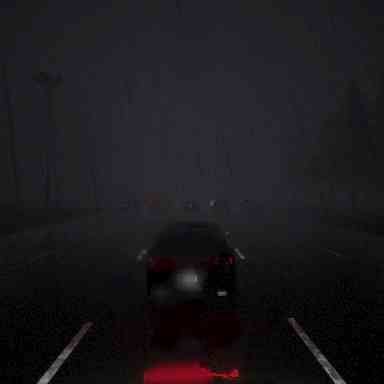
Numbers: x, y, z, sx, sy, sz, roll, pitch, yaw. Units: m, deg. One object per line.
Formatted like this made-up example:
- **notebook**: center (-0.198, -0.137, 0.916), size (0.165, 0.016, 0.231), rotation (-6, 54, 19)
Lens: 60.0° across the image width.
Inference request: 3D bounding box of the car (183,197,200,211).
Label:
- **car**: center (-0.073, 1.564, 39.453), size (1.994, 1.385, 4.181), rotation (0, 0, 0)

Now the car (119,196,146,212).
- **car**: center (-7.077, 1.547, 38.626), size (2.033, 1.411, 5.357), rotation (0, 0, 0)

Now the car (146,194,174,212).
- **car**: center (-3.577, 1.221, 38.695), size (2.150, 2.045, 5.566), rotation (0, 0, 0)

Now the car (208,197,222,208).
- **car**: center (3.404, 1.526, 49.294), size (1.812, 1.442, 4.674), rotation (0, 0, 0)

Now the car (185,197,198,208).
- **car**: center (-0.095, 1.505, 49.458), size (1.837, 1.490, 4.892), rotation (0, 0, 0)

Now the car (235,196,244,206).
- **car**: center (6.903, 1.352, 49.233), size (2.097, 1.767, 4.553), rotation (0, 0, 0)

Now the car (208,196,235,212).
- **car**: center (3.426, 1.491, 39.079), size (2.128, 1.511, 4.902), rotation (0, 0, 0)

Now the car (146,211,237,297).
- **car**: center (-0.016, 1.478, 8.636), size (1.882, 1.535, 5.008), rotation (0, 0, 0)

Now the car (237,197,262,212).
- **car**: center (6.924, 1.564, 39.257), size (1.994, 1.385, 4.181), rotation (0, 0, 0)
